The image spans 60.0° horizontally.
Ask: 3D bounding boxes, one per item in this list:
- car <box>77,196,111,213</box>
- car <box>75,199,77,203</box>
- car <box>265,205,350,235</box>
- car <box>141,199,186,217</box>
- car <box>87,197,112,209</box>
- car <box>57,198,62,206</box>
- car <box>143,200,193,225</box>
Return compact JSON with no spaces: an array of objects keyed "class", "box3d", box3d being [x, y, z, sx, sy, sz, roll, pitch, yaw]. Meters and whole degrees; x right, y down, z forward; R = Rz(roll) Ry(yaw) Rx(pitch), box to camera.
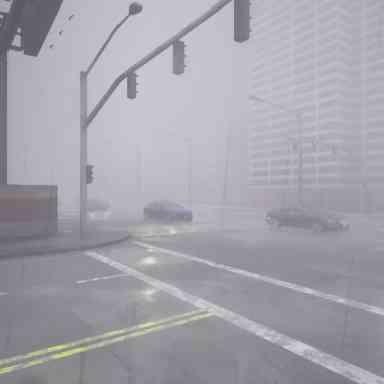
[{"class":"car","box3d":[-11.268,1.504,38.098,1.837,1.490,4.892,0,0,-35]},{"class":"car","box3d":[-21.536,1.526,65.115,1.812,1.442,4.674,0,0,-35]},{"class":"car","box3d":[6.439,1.493,19.086,2.128,1.511,4.902,0,0,-35]},{"class":"car","box3d":[-2.819,1.492,32.196,2.128,1.511,4.902,0,0,-35]},{"class":"car","box3d":[-13.019,1.525,46.675,1.812,1.442,4.674,0,0,-35]},{"class":"car","box3d":[-23.034,1.555,54.929,2.033,1.411,5.357,0,0,-35]},{"class":"car","box3d":[-1.865,1.477,24.777,1.882,1.535,5.008,0,0,-35]}]
